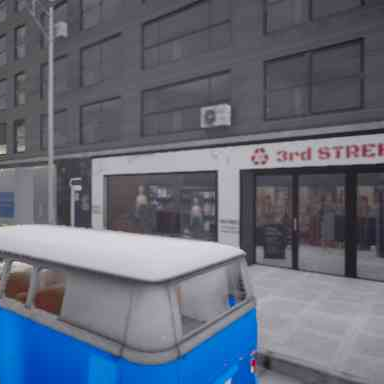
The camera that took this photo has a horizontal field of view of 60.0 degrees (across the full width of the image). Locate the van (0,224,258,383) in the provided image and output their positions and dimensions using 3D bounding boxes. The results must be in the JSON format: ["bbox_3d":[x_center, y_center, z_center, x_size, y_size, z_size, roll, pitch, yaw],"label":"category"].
[{"bbox_3d":[-1.267,1.336,3.711,3.998,1.788,1.690,0,0,35],"label":"van"}]
